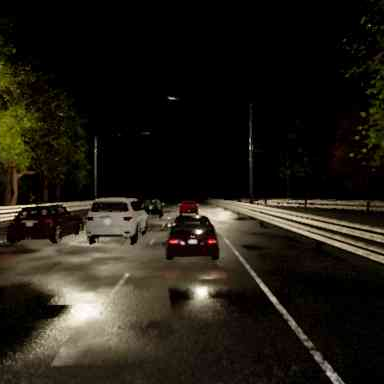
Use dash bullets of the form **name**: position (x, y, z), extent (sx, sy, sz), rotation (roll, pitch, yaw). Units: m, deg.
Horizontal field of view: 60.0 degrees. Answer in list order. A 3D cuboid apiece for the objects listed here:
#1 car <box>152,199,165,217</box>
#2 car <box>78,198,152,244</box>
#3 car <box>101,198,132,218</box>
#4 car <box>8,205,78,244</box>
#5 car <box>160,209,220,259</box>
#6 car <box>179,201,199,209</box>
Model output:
- **car**: position (-3.809, 1.508, 32.566), extent (2.097, 1.767, 4.553), rotation (0, 0, -1)
- **car**: position (-3.525, 1.295, 16.437), extent (2.150, 2.045, 5.566), rotation (0, 0, -1)
- **car**: position (-7.309, 1.509, 32.527), extent (2.097, 1.767, 4.553), rotation (0, 0, -1)
- **car**: position (-7.031, 1.426, 16.489), extent (2.097, 1.767, 4.553), rotation (0, 0, -1)
- **car**: position (0.005, 1.603, 12.820), extent (2.033, 1.411, 5.357), rotation (0, 0, 0)
- **car**: position (-0.347, 1.643, 34.392), extent (1.882, 1.535, 5.008), rotation (0, 0, -1)
